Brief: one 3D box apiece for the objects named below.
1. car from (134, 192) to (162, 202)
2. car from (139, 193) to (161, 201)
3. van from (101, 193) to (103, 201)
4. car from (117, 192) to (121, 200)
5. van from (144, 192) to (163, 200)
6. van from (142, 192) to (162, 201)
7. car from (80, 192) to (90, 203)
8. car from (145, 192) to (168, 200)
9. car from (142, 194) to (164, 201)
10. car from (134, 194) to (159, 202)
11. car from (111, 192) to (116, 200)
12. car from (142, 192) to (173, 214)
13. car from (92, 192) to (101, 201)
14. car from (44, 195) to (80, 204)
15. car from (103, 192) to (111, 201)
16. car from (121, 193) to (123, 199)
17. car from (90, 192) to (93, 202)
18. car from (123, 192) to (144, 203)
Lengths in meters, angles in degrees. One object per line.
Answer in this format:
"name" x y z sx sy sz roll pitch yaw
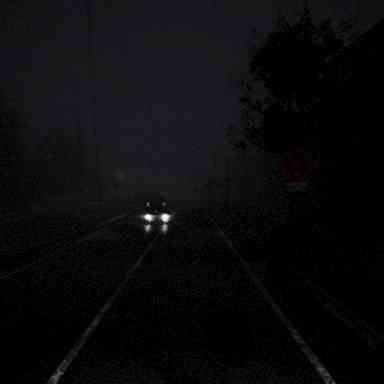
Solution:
"car" -9.143 0.945 69.766 5.566 2.045 2.435 0 0 0
"car" -9.094 1.079 72.567 4.553 1.767 2.185 0 0 0
"van" -22.322 1.036 72.455 4.442 1.987 1.878 0 0 0
"car" -22.314 1.364 89.167 4.792 1.488 2.163 0 0 0
"van" -9.281 1.016 80.977 4.442 1.987 1.878 0 0 0
"van" -9.022 0.991 75.372 4.442 1.987 1.878 0 0 0
"car" -22.168 1.240 61.319 5.008 1.535 2.097 0 0 0
"car" -9.222 1.015 86.585 5.566 2.045 2.435 0 0 0
"car" -9.145 1.230 78.174 4.892 1.521 2.231 0 0 0
"car" -9.109 1.189 66.960 4.892 1.521 2.231 0 0 0
"car" -22.057 1.294 80.812 5.366 1.575 1.946 0 0 0
"car" -3.381 1.180 33.138 2.097 1.767 4.553 0 0 0
"car" -22.163 1.126 69.674 4.553 1.767 2.185 0 0 0
"car" -22.140 1.249 55.750 5.008 1.535 2.097 0 0 0
"car" -22.227 1.325 78.026 4.674 1.452 2.002 0 0 0
"car" -22.272 1.096 91.952 5.566 2.045 2.435 0 0 0
"car" -22.175 1.281 64.106 4.674 1.452 2.002 0 0 0
"car" -9.069 1.189 58.555 4.892 1.521 2.231 0 0 0
